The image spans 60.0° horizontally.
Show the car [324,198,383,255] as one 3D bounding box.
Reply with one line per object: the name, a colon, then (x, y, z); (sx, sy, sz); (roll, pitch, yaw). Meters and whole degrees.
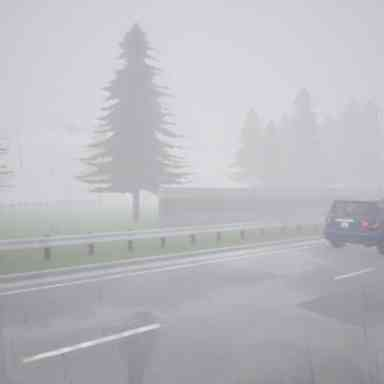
car: (7.664, 1.249, 13.509); (5.566, 2.045, 2.150); (0, 0, -35)
